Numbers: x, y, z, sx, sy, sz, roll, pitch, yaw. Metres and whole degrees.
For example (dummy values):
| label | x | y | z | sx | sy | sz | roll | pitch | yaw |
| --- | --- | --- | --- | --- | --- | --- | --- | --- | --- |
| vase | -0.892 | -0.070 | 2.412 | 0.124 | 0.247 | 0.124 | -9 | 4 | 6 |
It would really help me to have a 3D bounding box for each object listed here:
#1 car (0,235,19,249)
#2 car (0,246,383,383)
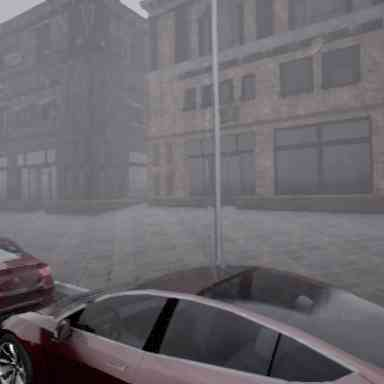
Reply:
| label | x | y | z | sx | sy | sz | roll | pitch | yaw |
| --- | --- | --- | --- | --- | --- | --- | --- | --- | --- |
| car | -4.595 | 1.505 | 6.506 | 4.674 | 1.452 | 2.002 | 0 | 0 | 35 |
| car | -0.052 | 1.506 | 3.356 | 4.792 | 1.488 | 2.163 | 0 | 0 | 35 |
